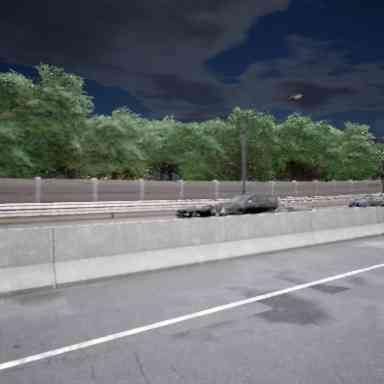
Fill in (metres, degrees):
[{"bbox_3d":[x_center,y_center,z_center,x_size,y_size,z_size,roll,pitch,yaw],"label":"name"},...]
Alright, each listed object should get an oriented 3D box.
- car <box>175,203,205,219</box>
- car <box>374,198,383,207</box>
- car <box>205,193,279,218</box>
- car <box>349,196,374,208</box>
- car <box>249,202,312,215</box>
[{"bbox_3d":[1.056,1.519,26.088,4.718,1.301,1.895,0,0,-35],"label":"car"},{"bbox_3d":[22.656,1.133,36.467,4.902,1.511,2.128,-1,1,-33],"label":"car"},{"bbox_3d":[3.980,1.132,23.856,5.566,2.045,2.150,-1,0,-35],"label":"car"},{"bbox_3d":[20.369,1.212,39.150,4.181,1.385,1.994,-1,1,-33],"label":"car"},{"bbox_3d":[6.146,1.512,21.099,4.718,1.301,1.895,0,0,-35],"label":"car"}]
